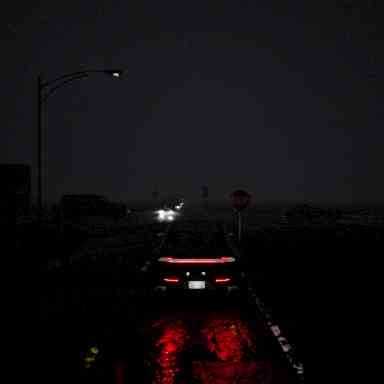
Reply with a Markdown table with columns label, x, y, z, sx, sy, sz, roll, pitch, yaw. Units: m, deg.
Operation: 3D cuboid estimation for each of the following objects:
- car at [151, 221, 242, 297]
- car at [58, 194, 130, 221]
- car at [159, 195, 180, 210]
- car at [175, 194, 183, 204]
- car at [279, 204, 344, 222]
| label | x | y | z | sx | sy | sz | roll | pitch | yaw |
| --- | --- | --- | --- | --- | --- | --- | --- | --- | --- |
| car | 0.089 | 1.491 | 8.536 | 2.128 | 1.511 | 4.902 | 0 | 0 | 0 |
| car | -7.888 | 1.215 | 26.773 | 5.566 | 2.045 | 2.150 | 0 | 1 | 0 |
| car | -3.140 | 1.505 | 43.125 | 2.128 | 1.511 | 4.902 | 0 | 0 | 3 |
| car | -2.976 | 1.501 | 55.252 | 1.882 | 1.535 | 5.008 | 0 | 0 | 0 |
| car | 9.566 | 1.662 | 26.769 | 4.718 | 1.301 | 1.895 | 0 | 1 | 0 |
